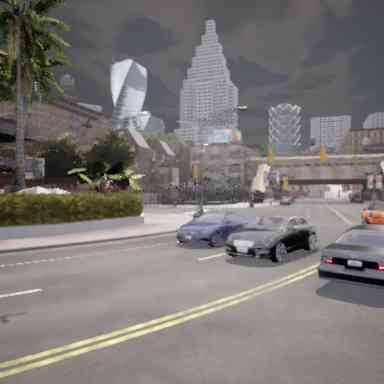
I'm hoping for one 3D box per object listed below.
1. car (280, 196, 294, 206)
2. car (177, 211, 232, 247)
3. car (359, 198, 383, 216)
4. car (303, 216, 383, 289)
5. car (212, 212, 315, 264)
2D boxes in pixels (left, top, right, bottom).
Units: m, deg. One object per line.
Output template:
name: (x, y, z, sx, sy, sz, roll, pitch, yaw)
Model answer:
car: (18.994, 1.980, 67.578, 2.097, 1.535, 5.008, 0, 0, 20)
car: (1.257, 1.637, 15.655, 1.812, 1.442, 4.674, 0, -1, 37)
car: (12.934, 1.531, 22.781, 2.097, 1.767, 4.553, 0, 0, 23)
car: (5.173, 1.620, 9.178, 2.033, 1.411, 5.357, 0, 0, 40)
car: (3.143, 1.585, 12.493, 2.128, 1.511, 4.902, 0, -1, 39)
